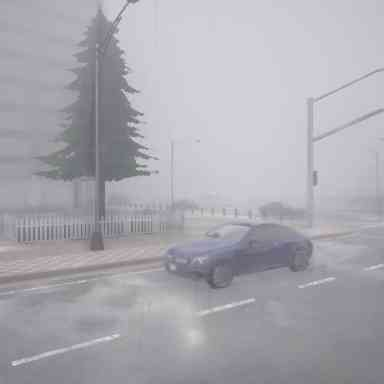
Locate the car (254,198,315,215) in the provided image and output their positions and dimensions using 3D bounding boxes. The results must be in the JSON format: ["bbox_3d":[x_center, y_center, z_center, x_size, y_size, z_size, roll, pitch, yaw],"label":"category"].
[{"bbox_3d":[7.902,1.526,29.042,1.812,1.442,4.674,0,0,-34],"label":"car"}]

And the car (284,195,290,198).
[{"bbox_3d":[21.513,1.153,81.445,1.932,1.855,4.605,0,0,-36],"label":"car"}]

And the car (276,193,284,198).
[{"bbox_3d":[19.361,1.364,79.842,1.784,1.438,3.905,0,0,-36],"label":"car"}]

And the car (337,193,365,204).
[{"bbox_3d":[34.792,1.153,72.427,1.932,1.855,4.605,0,0,-36],"label":"car"}]

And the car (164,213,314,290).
[{"bbox_3d":[1.464,1.526,9.243,4.674,1.442,1.812,0,0,-35],"label":"car"}]

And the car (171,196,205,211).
[{"bbox_3d":[-0.827,1.564,41.116,1.994,1.385,4.181,0,0,-36],"label":"car"}]

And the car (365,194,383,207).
[{"bbox_3d":[26.683,1.153,45.101,1.932,1.855,4.605,0,0,-36],"label":"car"}]

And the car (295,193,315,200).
[{"bbox_3d":[21.103,1.395,62.520,1.970,1.475,3.806,0,0,-36],"label":"car"}]

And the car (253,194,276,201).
[{"bbox_3d":[17.006,1.395,78.158,1.970,1.475,3.806,0,0,-36],"label":"car"}]

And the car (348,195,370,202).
[{"bbox_3d":[37.185,1.364,74.060,1.784,1.438,3.905,0,0,-36],"label":"car"}]

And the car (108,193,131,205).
[{"bbox_3d":[-12.639,1.261,57.665,2.150,2.045,5.566,0,0,-36],"label":"car"}]
